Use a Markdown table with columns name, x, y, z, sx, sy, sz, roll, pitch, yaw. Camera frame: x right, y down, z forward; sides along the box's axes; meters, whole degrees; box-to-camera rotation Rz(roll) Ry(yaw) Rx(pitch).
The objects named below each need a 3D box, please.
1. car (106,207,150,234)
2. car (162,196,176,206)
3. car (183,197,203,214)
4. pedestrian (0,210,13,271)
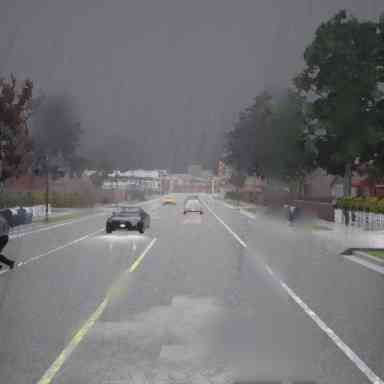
| name | x | y | z | sx | sy | sz | roll | pitch | yaw |
| --- | --- | --- | --- | --- | --- | --- | --- | --- | --- |
| car | -3.582 | 1.562 | 19.165 | 1.994 | 1.385 | 4.181 | 0 | 0 | 0 |
| car | -3.546 | 1.383 | 51.981 | 1.882 | 1.535 | 5.008 | 0 | 0 | 0 |
| car | 0.129 | 1.507 | 34.509 | 1.812 | 1.442 | 4.674 | 0 | 0 | 1 |
| pedestrian | -5.378 | 1.293 | 9.293 | 0.375 | 1.860 | 0.375 | 0 | 0 | 0 |
